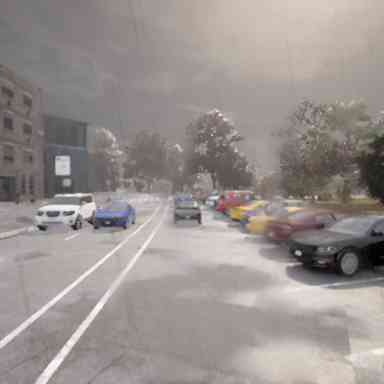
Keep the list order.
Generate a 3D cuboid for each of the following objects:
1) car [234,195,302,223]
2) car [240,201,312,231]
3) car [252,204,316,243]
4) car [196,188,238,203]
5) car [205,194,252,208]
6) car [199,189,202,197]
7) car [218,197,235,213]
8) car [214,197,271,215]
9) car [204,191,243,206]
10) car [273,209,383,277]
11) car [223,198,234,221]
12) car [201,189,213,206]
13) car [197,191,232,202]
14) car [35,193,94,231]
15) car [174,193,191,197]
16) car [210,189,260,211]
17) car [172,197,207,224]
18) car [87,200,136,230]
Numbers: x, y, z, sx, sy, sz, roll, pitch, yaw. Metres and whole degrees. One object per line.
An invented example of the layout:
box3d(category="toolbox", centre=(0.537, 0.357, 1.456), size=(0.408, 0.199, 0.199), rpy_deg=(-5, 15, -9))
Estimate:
box3d(category="car", centre=(5.077, 1.249, 18.918), size=(4.553, 1.767, 2.185), rpy_deg=(1, 1, -22))
box3d(category="car", centre=(5.294, 1.390, 16.012), size=(5.366, 1.575, 1.946), rpy_deg=(1, 0, -21))
box3d(category="car", centre=(5.177, 1.408, 12.974), size=(5.008, 1.535, 2.097), rpy_deg=(1, 0, -21))
box3d(category="car", centre=(3.670, 0.539, 48.615), size=(5.566, 2.045, 2.435), rpy_deg=(0, 2, -24))
box3d(category="car", centre=(4.358, 1.056, 39.795), size=(5.366, 1.575, 1.946), rpy_deg=(0, 1, -23))
box3d(category="car", centre=(3.815, 0.631, 45.618), size=(5.566, 2.045, 2.435), rpy_deg=(0, 2, -24))
box3d(category="car", centre=(4.871, 1.333, 24.852), size=(4.892, 1.521, 2.231), rpy_deg=(0, 1, -22))
box3d(category="car", centre=(4.655, 1.283, 30.814), size=(4.792, 1.488, 2.163), rpy_deg=(0, 1, -23))
box3d(category="car", centre=(4.049, 0.848, 42.686), size=(4.553, 1.767, 2.185), rpy_deg=(0, 2, -24))
box3d(category="car", centre=(5.245, 1.425, 9.997), size=(5.008, 1.535, 2.097), rpy_deg=(1, 1, -21))
box3d(category="car", centre=(4.955, 1.356, 21.884), size=(5.008, 1.535, 2.097), rpy_deg=(1, 0, -22))
box3d(category="car", centre=(4.327, 0.883, 36.719), size=(5.566, 2.045, 2.435), rpy_deg=(0, 2, -23))
box3d(category="car", centre=(3.433, 0.699, 51.573), size=(4.892, 1.521, 2.231), rpy_deg=(0, 2, -24))
box3d(category="car", centre=(-7.386, 1.111, 20.144), size=(2.150, 2.045, 5.566), rpy_deg=(0, 0, -2))
box3d(category="car", centre=(-1.205, 0.856, 41.916), size=(2.097, 1.767, 4.553), rpy_deg=(0, 2, -3))
box3d(category="car", centre=(4.780, 1.047, 27.839), size=(5.566, 2.045, 2.435), rpy_deg=(0, 1, -22))
box3d(category="car", centre=(-0.347, 1.352, 23.565), size=(2.128, 1.511, 4.902), rpy_deg=(0, 1, -2))
box3d(category="car", centre=(-4.593, 1.363, 20.331), size=(1.882, 1.535, 5.008), rpy_deg=(0, 0, -2))
